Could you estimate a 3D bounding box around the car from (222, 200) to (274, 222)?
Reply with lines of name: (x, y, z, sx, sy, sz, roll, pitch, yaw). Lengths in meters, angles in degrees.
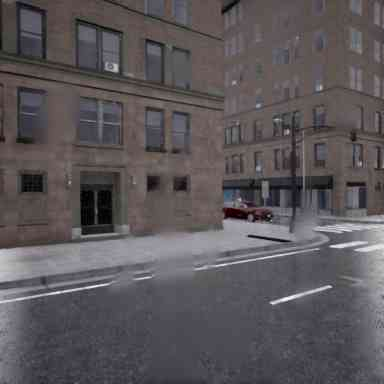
car: (3.986, 1.410, 25.541, 1.882, 1.535, 5.008, -1, 1, -35)
